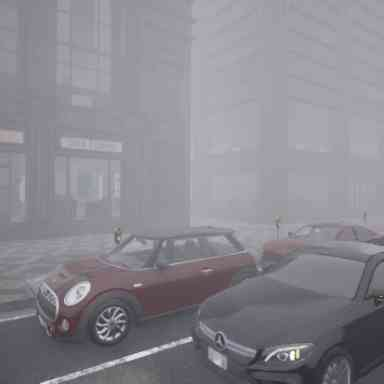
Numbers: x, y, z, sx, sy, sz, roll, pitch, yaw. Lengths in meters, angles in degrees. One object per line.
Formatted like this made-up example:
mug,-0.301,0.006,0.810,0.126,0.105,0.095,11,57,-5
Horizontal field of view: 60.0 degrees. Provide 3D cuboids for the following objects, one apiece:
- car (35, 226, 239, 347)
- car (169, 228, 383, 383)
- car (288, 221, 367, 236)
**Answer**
car,-0.686,1.440,6.263,4.097,1.590,1.967,0,1,-35
car,2.169,1.525,4.923,4.674,1.442,1.812,0,0,-36
car,3.893,1.543,9.530,4.507,1.381,1.887,0,1,-35
